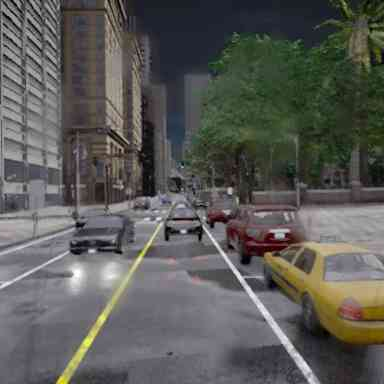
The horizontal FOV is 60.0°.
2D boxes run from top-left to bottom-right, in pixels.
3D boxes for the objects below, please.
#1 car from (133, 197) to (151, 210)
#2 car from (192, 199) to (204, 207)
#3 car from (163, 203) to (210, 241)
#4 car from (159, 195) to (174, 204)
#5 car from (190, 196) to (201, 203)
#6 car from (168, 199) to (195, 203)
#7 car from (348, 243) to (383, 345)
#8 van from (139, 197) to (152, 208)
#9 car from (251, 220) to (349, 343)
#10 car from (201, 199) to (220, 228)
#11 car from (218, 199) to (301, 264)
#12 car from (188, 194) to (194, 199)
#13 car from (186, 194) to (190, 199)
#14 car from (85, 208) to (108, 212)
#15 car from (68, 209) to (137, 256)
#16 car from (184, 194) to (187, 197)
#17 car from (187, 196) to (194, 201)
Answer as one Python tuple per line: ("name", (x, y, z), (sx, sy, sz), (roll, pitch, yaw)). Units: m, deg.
("car", (-7.403, 1.621, 49.103), (2.192, 1.841, 5.009), (-1, 0, -2))
("car", (0.931, 1.795, 54.797), (1.802, 1.307, 4.206), (-1, 0, -2))
("car", (-0.459, 1.584, 17.383), (2.128, 1.511, 4.902), (-1, 0, -2))
("car", (-5.397, 1.886, 70.894), (2.033, 1.411, 5.357), (-1, 0, -2))
("car", (1.120, 1.758, 49.380), (1.947, 1.339, 4.313), (-1, 0, -2))
("car", (-0.943, 1.677, 30.054), (1.812, 1.442, 4.674), (-1, 0, -2))
("car", (2.804, 1.282, 0.905), (2.192, 1.841, 5.009), (-1, 0, -2))
("van", (-7.591, 1.668, 54.520), (1.690, 1.788, 3.998), (-1, 0, -2))
("car", (2.610, 1.524, 6.557), (1.752, 1.417, 4.829), (-1, 0, -2))
("car", (2.041, 1.397, 22.839), (2.192, 1.841, 5.009), (-1, 0, -2))
("car", (2.422, 1.342, 11.871), (2.192, 1.841, 5.009), (-1, 0, -2))
("car", (0.741, 1.672, 60.215), (1.967, 1.590, 4.097), (-1, 0, -2))
("car", (0.176, 1.830, 76.465), (1.887, 1.381, 4.507), (-1, 0, -2))
("car", (-6.476, 1.762, 22.559), (1.947, 1.339, 4.313), (-1, 0, -2))
("car", (-3.507, 1.666, 14.088), (2.033, 1.411, 5.357), (-1, 0, -2))
("car", (-0.204, 1.631, 87.300), (2.192, 1.841, 5.009), (-1, 0, -2))
("car", (-0.396, 1.856, 92.887), (1.752, 1.417, 4.829), (-1, 0, -2))
